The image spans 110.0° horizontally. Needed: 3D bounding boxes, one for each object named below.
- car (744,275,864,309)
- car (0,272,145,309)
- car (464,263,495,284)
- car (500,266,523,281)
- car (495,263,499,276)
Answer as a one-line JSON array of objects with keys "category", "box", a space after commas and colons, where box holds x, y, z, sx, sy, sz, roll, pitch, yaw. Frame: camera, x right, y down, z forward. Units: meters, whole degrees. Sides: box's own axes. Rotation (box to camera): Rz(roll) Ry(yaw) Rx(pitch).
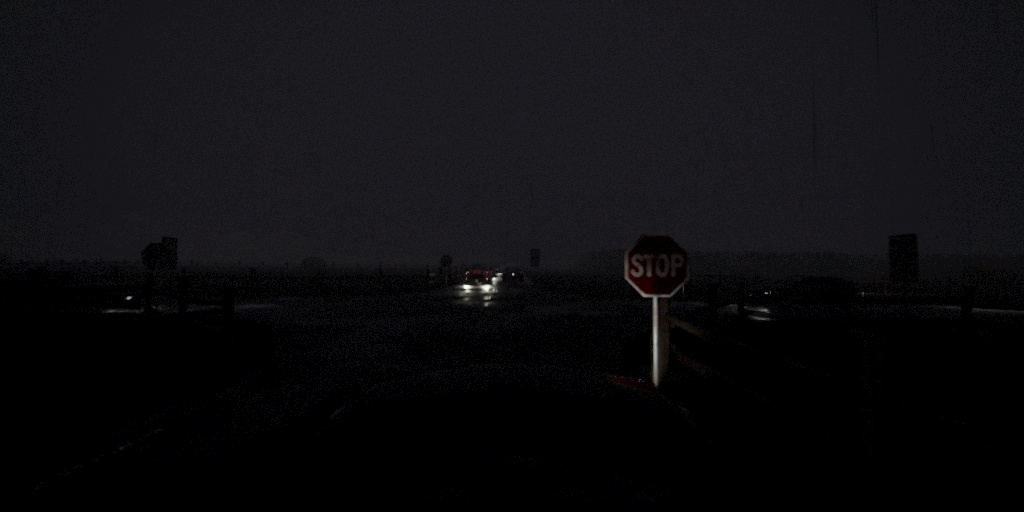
[{"category": "car", "box": [13.759, 1.661, 17.059, 4.892, 1.490, 1.837, 1, -1, 0]}, {"category": "car", "box": [-16.897, 1.270, 13.746, 4.718, 1.301, 1.895, 1, -2, -1]}, {"category": "car", "box": [-2.848, 1.457, 31.116, 2.097, 1.767, 4.553, 0, -1, 0]}, {"category": "car", "box": [0.105, 1.718, 35.212, 1.994, 1.385, 4.181, 0, -1, 0]}, {"category": "car", "box": [-2.843, 1.751, 42.569, 1.837, 1.490, 4.892, 0, -1, 0]}]
